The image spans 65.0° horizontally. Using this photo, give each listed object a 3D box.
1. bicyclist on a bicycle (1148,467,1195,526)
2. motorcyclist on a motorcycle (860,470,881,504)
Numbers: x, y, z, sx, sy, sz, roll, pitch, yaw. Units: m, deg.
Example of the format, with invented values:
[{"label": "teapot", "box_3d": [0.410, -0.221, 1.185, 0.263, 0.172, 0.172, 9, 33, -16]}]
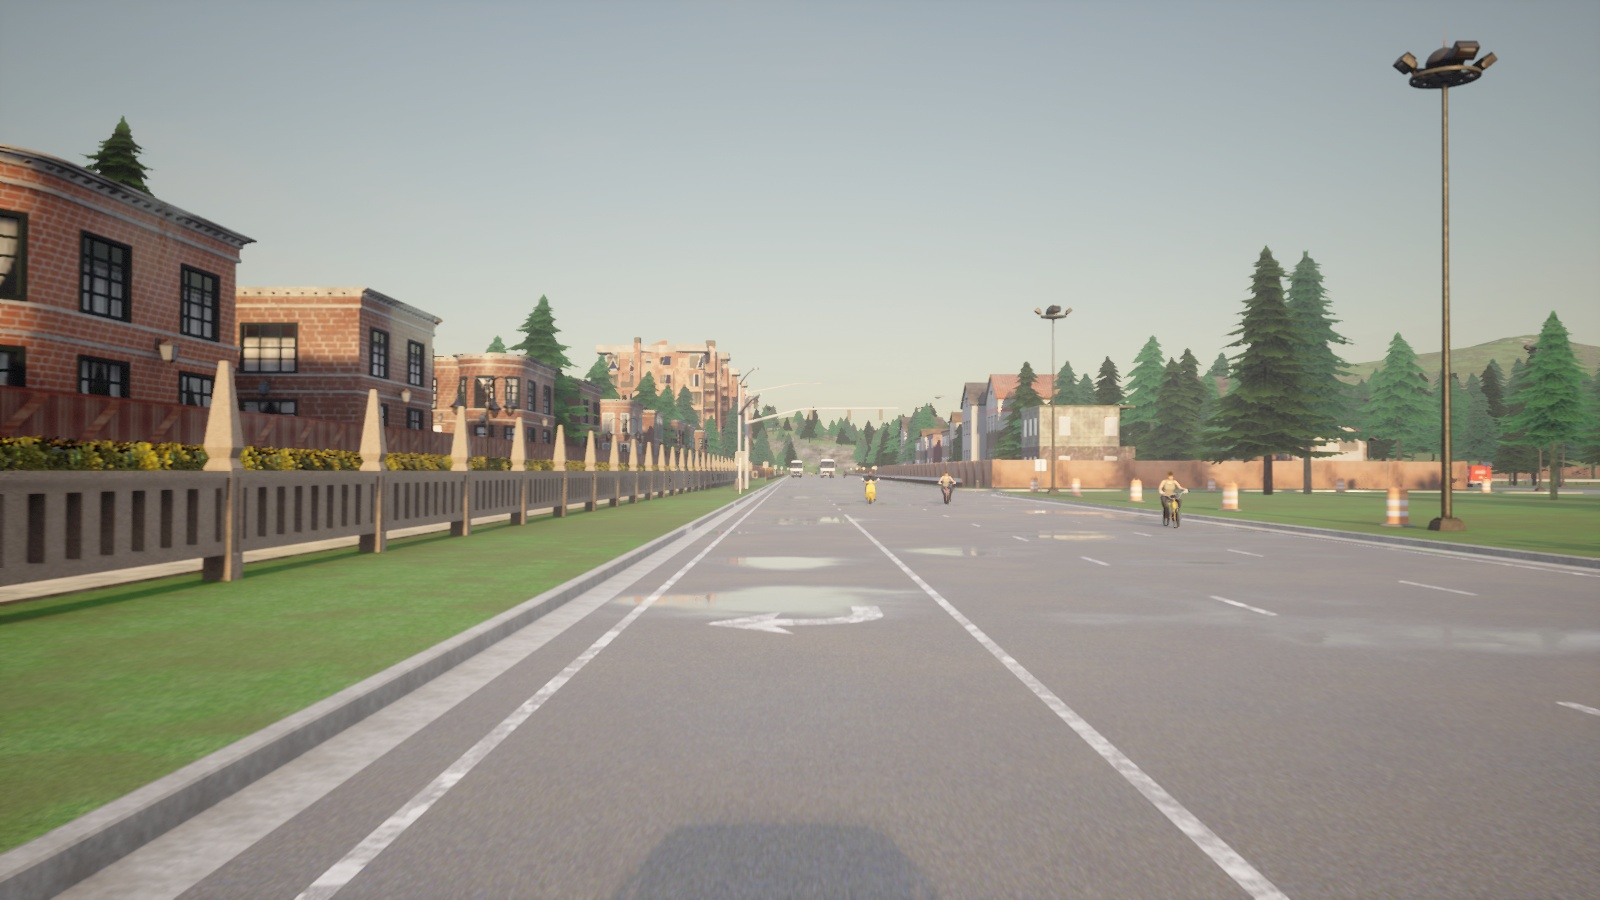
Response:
[{"label": "bicyclist on a bicycle", "box_3d": [10.411, 1.295, 35.211, 0.866, 1.612, 1.509, 0, -1, 0]}, {"label": "motorcyclist on a motorcycle", "box_3d": [3.357, 1.749, 59.829, 0.866, 1.590, 1.817, 0, -1, 0]}]
